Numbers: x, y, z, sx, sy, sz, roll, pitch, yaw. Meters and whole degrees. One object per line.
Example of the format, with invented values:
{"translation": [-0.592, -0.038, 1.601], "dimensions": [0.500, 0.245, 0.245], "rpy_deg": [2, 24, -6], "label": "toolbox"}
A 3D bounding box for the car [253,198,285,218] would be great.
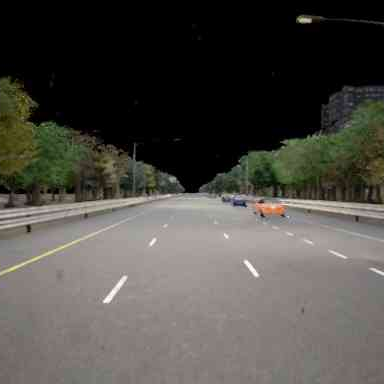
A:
{"translation": [6.993, 1.359, 30.731], "dimensions": [2.097, 1.767, 4.553], "rpy_deg": [0, 0, 0], "label": "car"}

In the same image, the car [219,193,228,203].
{"translation": [7.084, 1.550, 69.294], "dimensions": [1.837, 1.490, 4.892], "rpy_deg": [0, 0, 0], "label": "car"}

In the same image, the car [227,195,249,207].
{"translation": [7.021, 1.524, 50.791], "dimensions": [1.882, 1.535, 5.008], "rpy_deg": [0, 0, 0], "label": "car"}
